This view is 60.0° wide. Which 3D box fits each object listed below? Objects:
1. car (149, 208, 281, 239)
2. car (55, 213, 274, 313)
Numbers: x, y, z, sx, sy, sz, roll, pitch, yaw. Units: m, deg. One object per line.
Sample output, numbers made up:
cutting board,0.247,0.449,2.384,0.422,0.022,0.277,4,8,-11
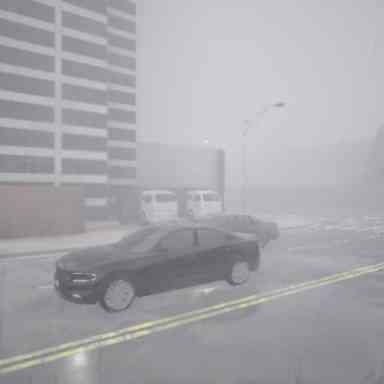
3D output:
car,1.229,1.550,13.385,5.357,1.411,2.033,0,0,-35
car,-0.559,1.479,7.854,5.008,1.535,1.882,0,0,-35
